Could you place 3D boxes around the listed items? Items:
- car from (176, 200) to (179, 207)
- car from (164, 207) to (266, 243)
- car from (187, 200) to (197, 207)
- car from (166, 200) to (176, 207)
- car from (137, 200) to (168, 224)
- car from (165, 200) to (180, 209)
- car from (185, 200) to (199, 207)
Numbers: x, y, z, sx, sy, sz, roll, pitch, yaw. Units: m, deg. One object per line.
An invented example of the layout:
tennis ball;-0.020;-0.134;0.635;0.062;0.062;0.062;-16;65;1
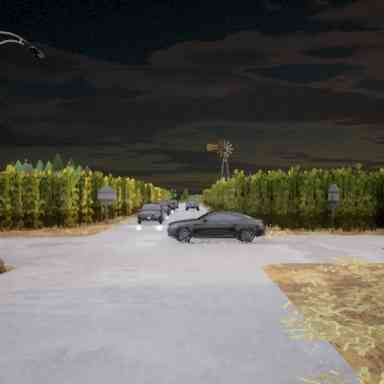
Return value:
car;-3.235;1.838;45.313;1.994;1.385;4.181;0;-1;0
car;1.172;1.616;15.937;4.674;1.442;1.812;0;0;0
car;0.037;2.345;69.000;2.033;1.411;5.357;0;-1;0
car;-3.229;1.690;35.877;2.128;1.511;4.902;0;0;0
car;-3.179;1.666;26.462;1.837;1.490;4.892;0;-1;-1
car;-3.214;2.028;55.543;2.128;1.511;4.902;0;-1;1
car;0.057;1.872;47.701;2.033;1.411;5.357;0;-2;0
